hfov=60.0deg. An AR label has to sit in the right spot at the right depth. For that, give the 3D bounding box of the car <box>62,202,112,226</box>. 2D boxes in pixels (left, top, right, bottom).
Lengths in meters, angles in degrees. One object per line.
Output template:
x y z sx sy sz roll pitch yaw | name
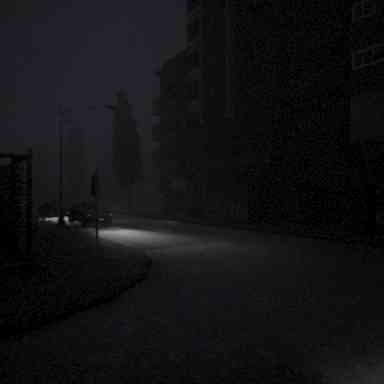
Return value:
-7.108 1.460 23.003 2.128 1.511 4.902 0 0 -35 | car

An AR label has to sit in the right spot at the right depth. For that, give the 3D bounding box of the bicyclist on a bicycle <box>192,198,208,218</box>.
0.645 1.284 26.587 1.656 1.620 0.582 -1 0 -36 | bicyclist on a bicycle

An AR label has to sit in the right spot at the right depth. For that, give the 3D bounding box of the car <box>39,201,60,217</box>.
-12.913 1.532 31.170 1.994 1.385 4.181 0 0 -35 | car
